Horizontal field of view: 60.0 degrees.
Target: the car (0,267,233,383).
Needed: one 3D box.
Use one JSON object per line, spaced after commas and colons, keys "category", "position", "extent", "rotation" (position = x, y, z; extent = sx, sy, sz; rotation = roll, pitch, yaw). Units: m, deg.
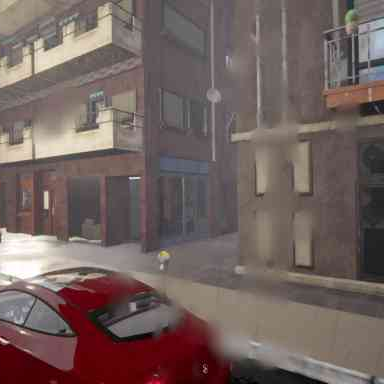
{"category": "car", "position": [-1.545, 1.583, 3.955], "extent": [4.206, 1.307, 1.802], "rotation": [0, -1, 36]}
